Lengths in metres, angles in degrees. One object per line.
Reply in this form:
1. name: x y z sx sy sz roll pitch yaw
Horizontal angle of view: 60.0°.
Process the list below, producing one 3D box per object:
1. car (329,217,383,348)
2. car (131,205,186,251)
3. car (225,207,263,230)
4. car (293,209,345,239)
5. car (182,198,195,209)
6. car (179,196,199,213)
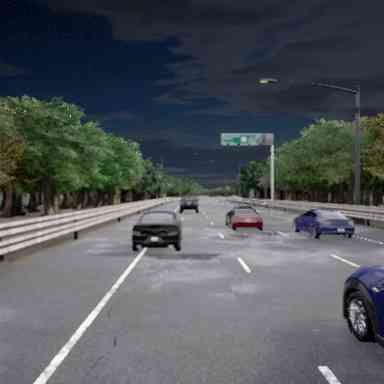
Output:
1. car: 3.545 1.373 3.663 2.097 1.767 4.553 0 0 0
2. car: -1.374 1.546 14.440 1.882 1.535 5.008 0 0 -1
3. car: 3.381 1.676 22.083 1.994 1.385 4.181 0 0 -1
4. car: 6.908 1.618 17.758 1.812 1.442 4.674 0 0 -1
5. car: -0.485 1.765 51.477 1.882 1.535 5.008 0 0 -1
6. car: -0.324 1.431 39.682 2.150 2.045 5.566 0 0 0
